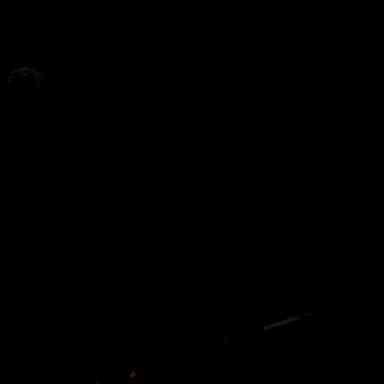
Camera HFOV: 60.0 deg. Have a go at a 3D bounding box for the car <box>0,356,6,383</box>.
[{"bbox_3d":[-3.210,1.478,0.787,5.008,1.535,1.882,0,0,-35],"label":"car"}]
